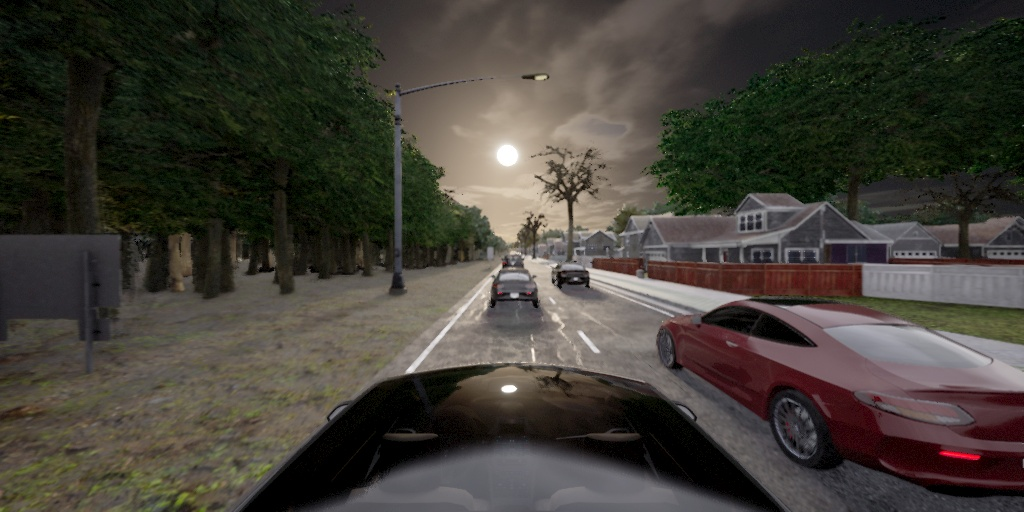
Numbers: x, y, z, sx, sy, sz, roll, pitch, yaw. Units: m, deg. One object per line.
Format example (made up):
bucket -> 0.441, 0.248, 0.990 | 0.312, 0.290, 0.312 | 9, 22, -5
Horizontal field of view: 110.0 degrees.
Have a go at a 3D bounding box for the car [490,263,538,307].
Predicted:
car -> 0.081, 1.211, 15.004 | 1.812, 1.442, 4.674 | 0, 0, 0

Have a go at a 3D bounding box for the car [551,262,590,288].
car -> 3.594, 1.125, 22.693 | 1.882, 1.535, 5.008 | 0, 0, 0

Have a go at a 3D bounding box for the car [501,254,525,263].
car -> 0.087, 0.801, 36.174 | 2.150, 2.045, 5.566 | 0, 0, 0

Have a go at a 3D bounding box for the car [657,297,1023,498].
car -> 3.589, 1.261, 4.718 | 1.812, 1.442, 4.674 | 0, 0, 0
